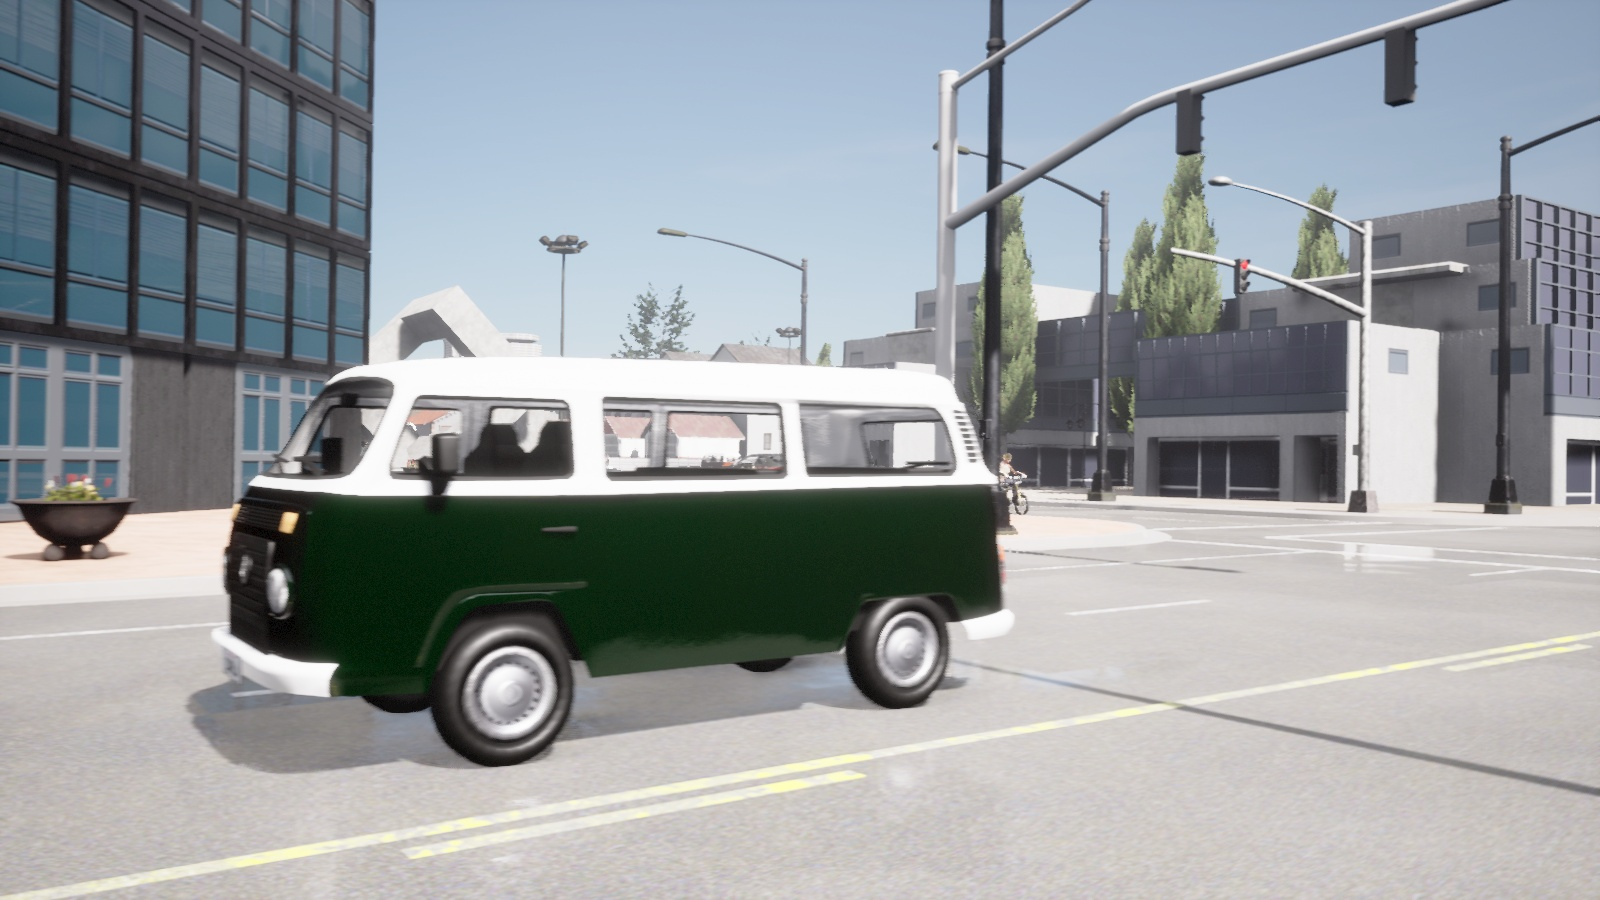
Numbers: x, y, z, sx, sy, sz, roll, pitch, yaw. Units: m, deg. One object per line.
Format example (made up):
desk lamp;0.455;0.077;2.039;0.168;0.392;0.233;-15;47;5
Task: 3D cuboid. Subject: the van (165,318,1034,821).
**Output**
van;-1.004;0.495;7.226;4.480;2.038;2.069;0;0;-35

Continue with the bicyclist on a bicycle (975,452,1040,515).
bicyclist on a bicycle;5.455;0.868;33.088;0.866;1.612;1.509;1;-1;-34
